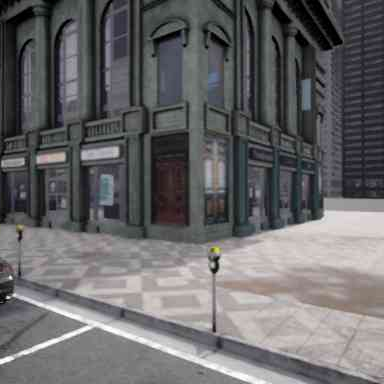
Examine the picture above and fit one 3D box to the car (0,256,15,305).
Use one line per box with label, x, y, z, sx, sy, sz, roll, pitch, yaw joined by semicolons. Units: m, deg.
car;-5.277;1.543;6.728;4.403;1.369;2.008;0;0;35
